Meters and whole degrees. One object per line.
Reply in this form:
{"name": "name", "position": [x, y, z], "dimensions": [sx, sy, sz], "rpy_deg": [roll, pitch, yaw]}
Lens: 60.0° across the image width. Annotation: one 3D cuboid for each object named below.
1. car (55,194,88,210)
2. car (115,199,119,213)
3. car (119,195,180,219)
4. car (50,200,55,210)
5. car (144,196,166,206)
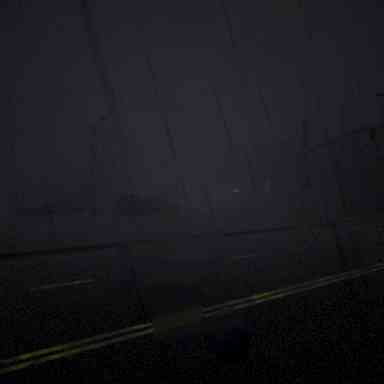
{"name": "car", "position": [-16.283, 1.166, 45.770], "dimensions": [3.866, 1.878, 1.905], "rpy_deg": [0, 0, -35]}
{"name": "car", "position": [-4.913, 1.167, 29.776], "dimensions": [3.866, 1.878, 1.905], "rpy_deg": [0, 0, -35]}
{"name": "car", "position": [-3.285, 1.165, 27.382], "dimensions": [4.605, 1.855, 1.932], "rpy_deg": [0, 0, -35]}
{"name": "car", "position": [-17.947, 1.405, 48.139], "dimensions": [3.806, 1.475, 1.970], "rpy_deg": [0, 0, -35]}
{"name": "car", "position": [-6.424, 1.531, 57.576], "dimensions": [1.837, 1.490, 4.892], "rpy_deg": [0, -1, -33]}
